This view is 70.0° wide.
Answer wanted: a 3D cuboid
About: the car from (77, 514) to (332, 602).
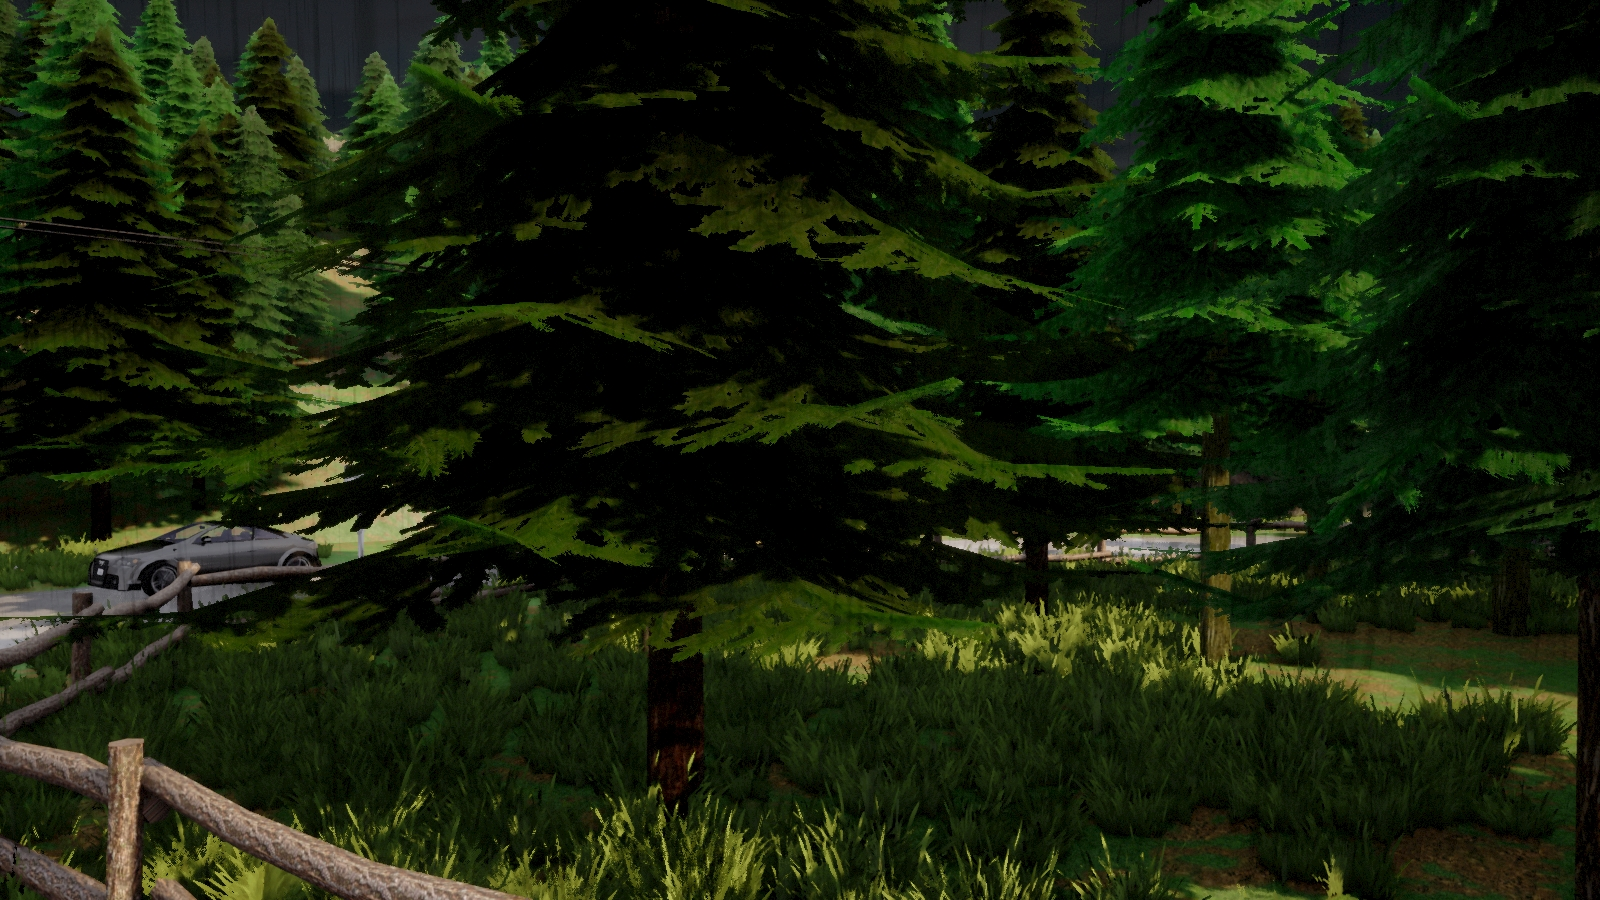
[{"bbox_3d":[-12.055,2.119,23.321,1.994,1.385,4.181,0,0,41],"label":"car"}]
